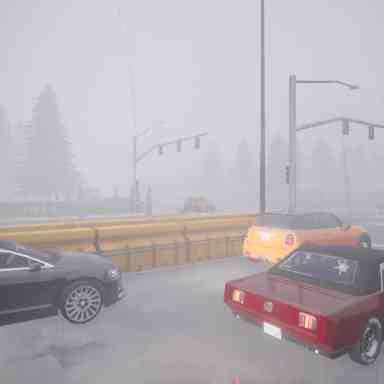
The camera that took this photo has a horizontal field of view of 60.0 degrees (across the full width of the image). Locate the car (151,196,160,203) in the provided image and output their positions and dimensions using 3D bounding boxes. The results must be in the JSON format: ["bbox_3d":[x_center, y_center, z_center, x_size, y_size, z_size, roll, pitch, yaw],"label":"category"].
[{"bbox_3d":[-7.972,1.514,70.211,2.033,1.411,5.357,0,0,-2],"label":"car"}]

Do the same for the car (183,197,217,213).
[{"bbox_3d":[0.843,1.351,36.320,2.097,1.767,4.553,0,0,-29],"label":"car"}]

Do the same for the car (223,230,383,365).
[{"bbox_3d":[2.904,1.601,5.823,4.718,1.301,1.895,0,0,-36],"label":"car"}]

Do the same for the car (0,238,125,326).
[{"bbox_3d":[-3.560,1.492,5.498,4.902,1.511,2.128,0,0,-36],"label":"car"}]

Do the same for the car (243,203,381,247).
[{"bbox_3d":[3.854,1.352,10.803,4.553,1.767,2.097,0,0,-36],"label":"car"}]

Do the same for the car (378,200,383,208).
[{"bbox_3d":[26.720,1.547,44.591,5.357,1.411,2.033,0,0,-36],"label":"car"}]
